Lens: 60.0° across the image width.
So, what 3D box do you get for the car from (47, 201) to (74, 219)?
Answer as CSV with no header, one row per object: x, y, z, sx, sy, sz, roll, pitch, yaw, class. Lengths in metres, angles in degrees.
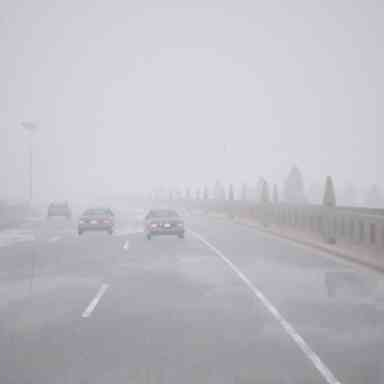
-11.831,1.553,29.963,2.128,1.511,4.902,0,0,-17,car

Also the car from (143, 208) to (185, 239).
-1.563,1.567,17.579,2.033,1.411,5.357,0,0,-10,car

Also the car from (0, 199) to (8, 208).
-26.684,1.683,46.057,1.994,1.385,4.181,0,0,-29,car

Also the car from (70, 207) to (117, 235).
-5.430,1.580,19.287,2.033,1.411,5.357,0,0,-11,car
